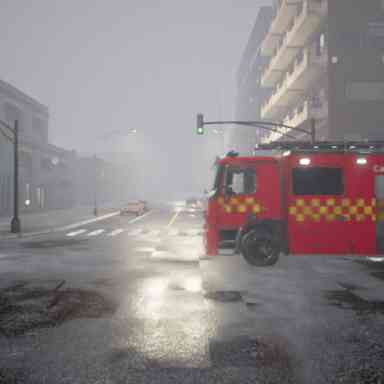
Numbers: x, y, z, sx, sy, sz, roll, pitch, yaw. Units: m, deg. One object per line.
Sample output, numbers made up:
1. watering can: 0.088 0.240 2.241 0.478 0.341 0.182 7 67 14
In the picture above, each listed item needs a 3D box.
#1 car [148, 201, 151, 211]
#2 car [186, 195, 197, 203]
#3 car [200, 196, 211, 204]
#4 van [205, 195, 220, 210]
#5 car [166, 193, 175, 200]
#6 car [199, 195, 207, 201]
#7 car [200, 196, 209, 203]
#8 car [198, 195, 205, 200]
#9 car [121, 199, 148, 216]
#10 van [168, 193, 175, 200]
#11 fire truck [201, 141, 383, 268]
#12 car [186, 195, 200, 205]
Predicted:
1. car: -5.711 1.528 37.650 1.887 1.381 4.507 1 0 0
2. car: -0.059 1.444 66.438 2.128 1.511 4.902 0 0 0
3. car: 2.645 1.520 65.597 1.947 1.339 4.313 1 0 0
4. van: 2.667 1.320 43.275 1.690 1.788 3.998 1 0 0
5. car: -5.755 1.483 87.872 1.947 1.339 4.313 1 0 0
6. car: 2.631 1.471 82.340 1.887 1.381 4.507 1 0 0
7. car: 2.640 1.511 71.178 1.947 1.339 4.313 1 0 0
8. car: 2.621 1.457 93.502 2.008 1.369 4.403 1 0 0
9. car: -5.707 1.569 32.069 1.802 1.307 4.206 1 0 0
10. van: -5.755 1.248 93.452 1.690 1.788 3.998 1 0 0
11. fire truck: 4.657 0.338 11.189 8.468 3.827 2.891 0 0 1
12. car: -0.049 1.458 56.015 2.128 1.511 4.902 0 0 0
